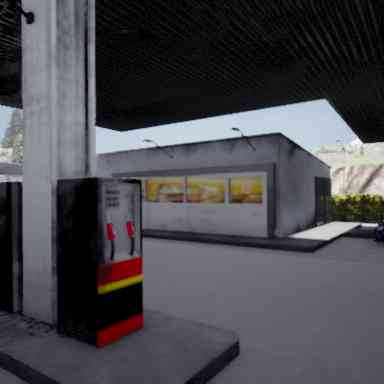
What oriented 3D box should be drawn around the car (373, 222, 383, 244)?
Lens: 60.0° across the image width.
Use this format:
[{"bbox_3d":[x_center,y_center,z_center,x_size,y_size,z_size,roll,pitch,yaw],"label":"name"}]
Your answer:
[{"bbox_3d":[10.006,1.481,13.591,4.611,1.667,2.242,-1,0,35],"label":"car"}]
